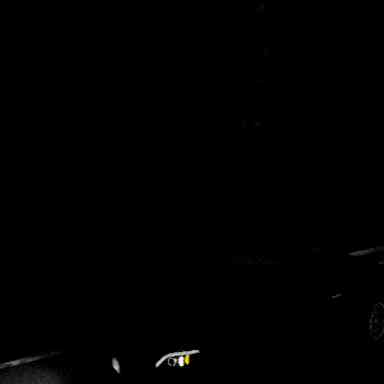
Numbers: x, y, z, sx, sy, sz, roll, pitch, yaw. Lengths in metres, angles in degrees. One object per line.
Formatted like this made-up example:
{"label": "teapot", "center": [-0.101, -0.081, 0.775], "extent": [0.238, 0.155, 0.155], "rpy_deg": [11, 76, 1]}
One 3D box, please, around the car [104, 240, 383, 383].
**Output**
{"label": "car", "center": [1.118, 1.496, 4.781], "extent": [4.674, 1.442, 1.812], "rpy_deg": [0, 0, -35]}
